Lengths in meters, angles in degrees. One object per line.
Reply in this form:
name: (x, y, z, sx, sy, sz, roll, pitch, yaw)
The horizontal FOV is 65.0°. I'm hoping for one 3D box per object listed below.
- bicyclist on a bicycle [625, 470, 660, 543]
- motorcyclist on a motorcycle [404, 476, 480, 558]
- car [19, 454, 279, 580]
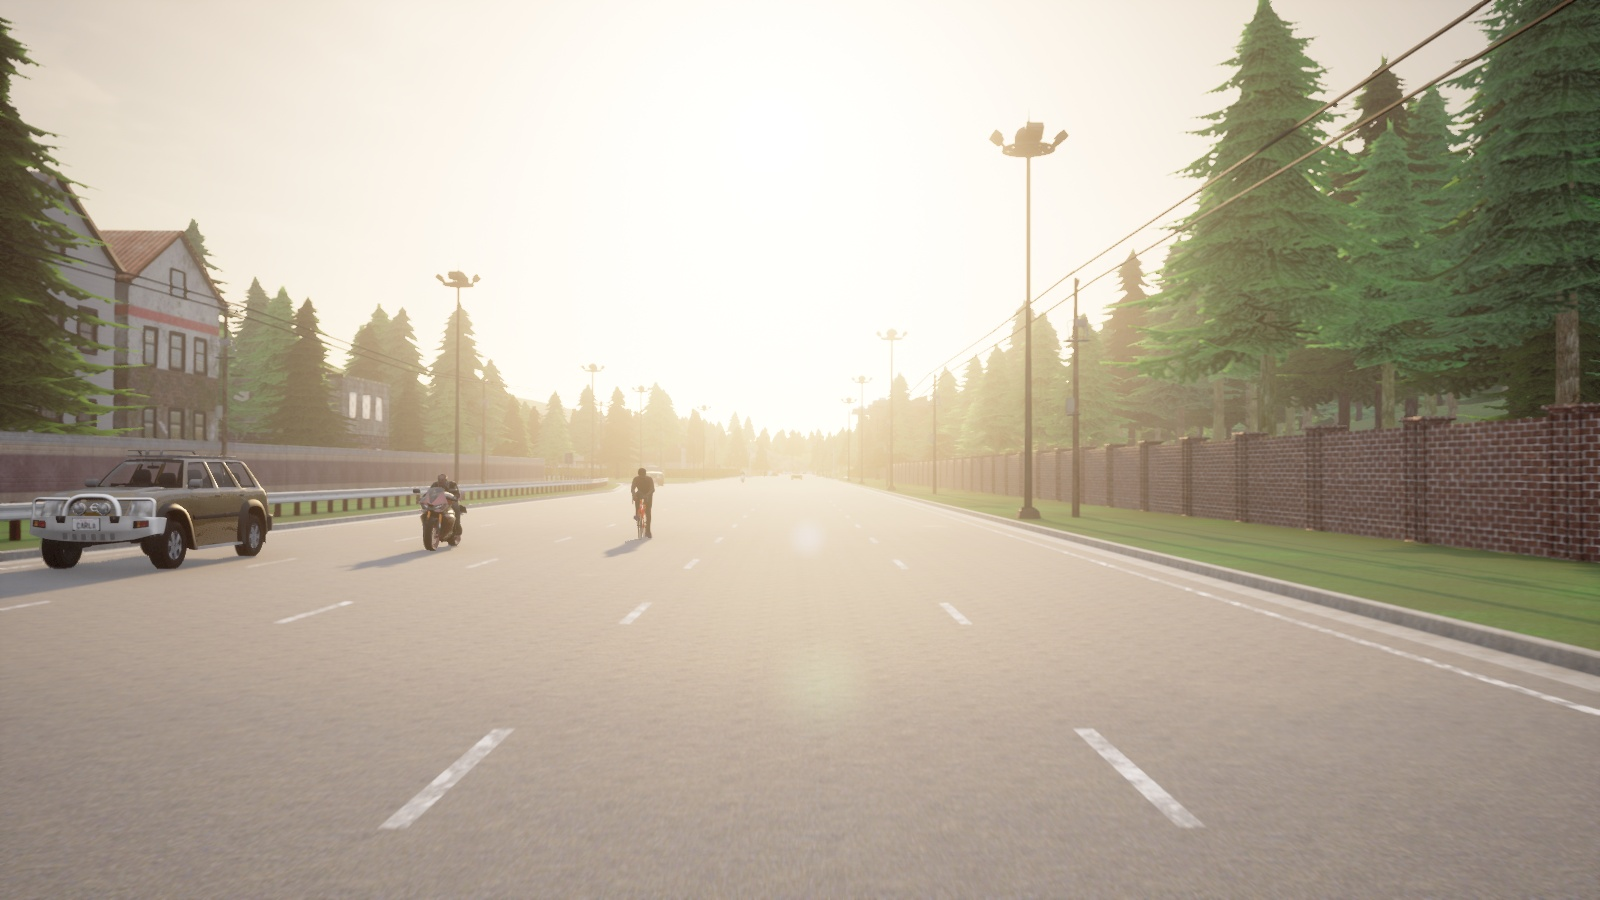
bicyclist on a bicycle: (-3.569, 1.260, 28.579, 0.582, 1.620, 1.656, 0, -1, 0)
motorcyclist on a motorcycle: (-7.060, 1.294, 24.880, 0.866, 1.530, 2.191, 0, -1, 0)
car: (-10.551, 1.022, 20.828, 1.932, 1.855, 4.605, 0, -1, 0)
